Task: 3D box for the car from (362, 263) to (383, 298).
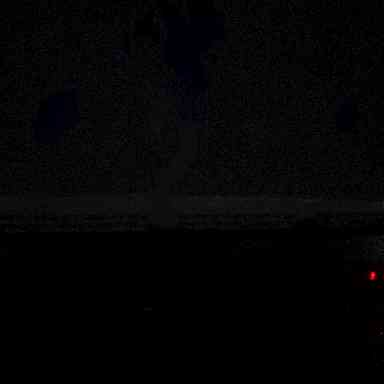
[{"bbox_3d":[5.881,1.683,6.459,4.718,1.301,1.895,1,0,-16],"label":"car"}]
